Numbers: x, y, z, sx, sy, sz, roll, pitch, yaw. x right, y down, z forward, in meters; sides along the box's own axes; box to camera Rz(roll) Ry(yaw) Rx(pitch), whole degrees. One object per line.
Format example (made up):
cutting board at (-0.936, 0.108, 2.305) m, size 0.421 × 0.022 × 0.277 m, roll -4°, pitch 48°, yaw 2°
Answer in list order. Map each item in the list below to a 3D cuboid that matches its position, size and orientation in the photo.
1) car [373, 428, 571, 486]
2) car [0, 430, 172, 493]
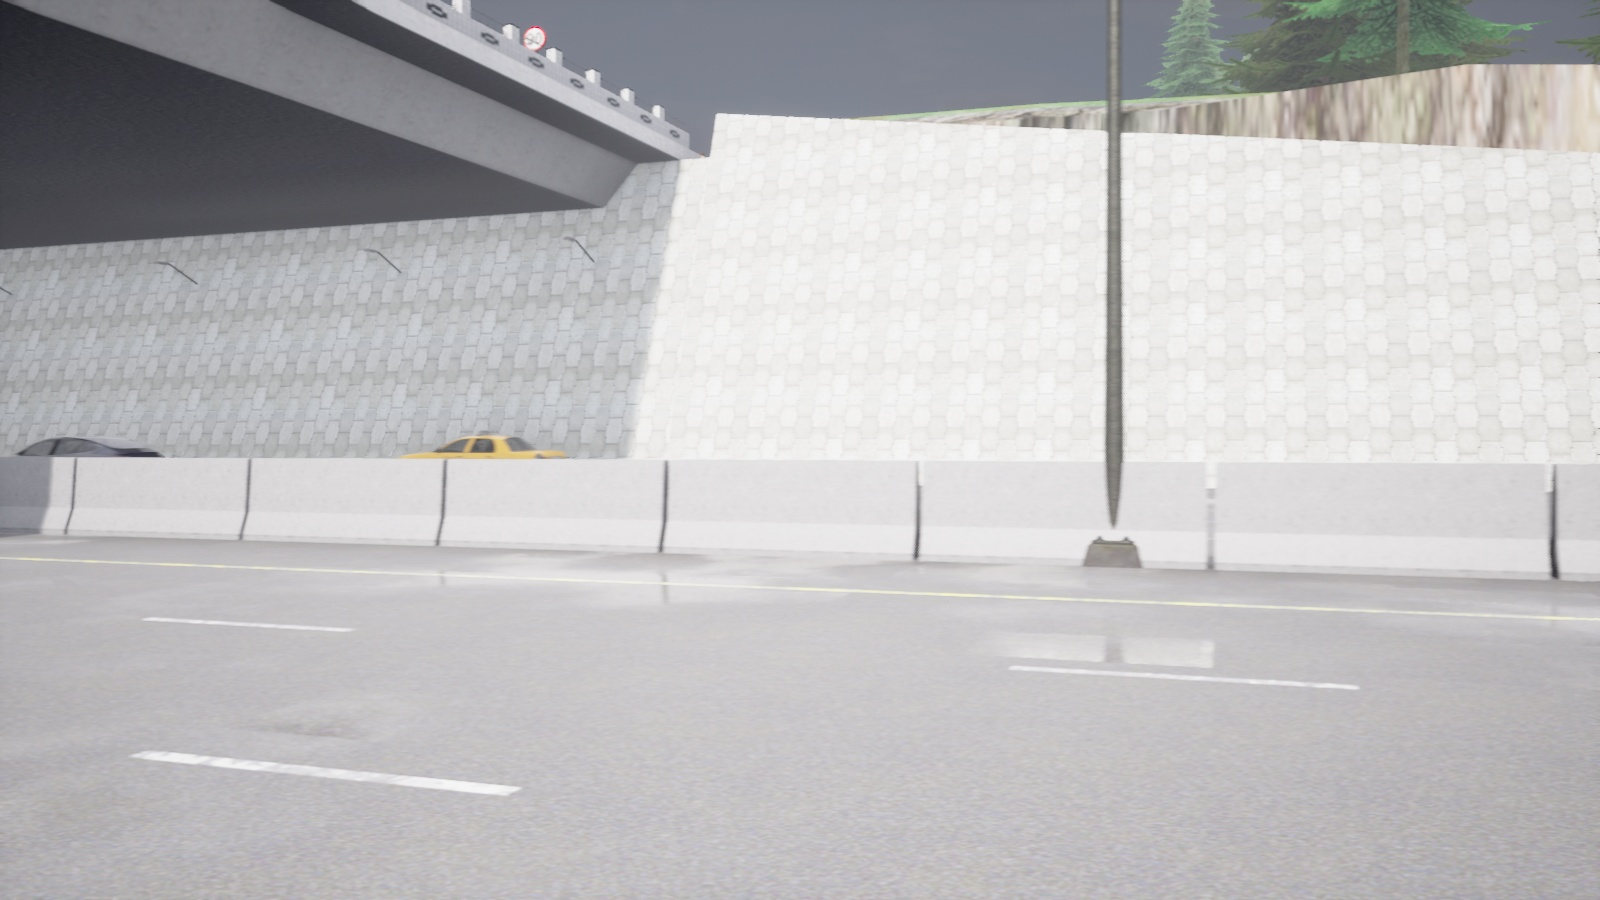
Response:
car at (-9.385, 0.156, 35.889) m, size 5.366 × 1.575 × 1.801 m, roll 1°, pitch 1°, yaw 19°
car at (-18.534, 0.252, 31.583) m, size 4.792 × 1.488 × 2.163 m, roll 1°, pitch 1°, yaw 19°
